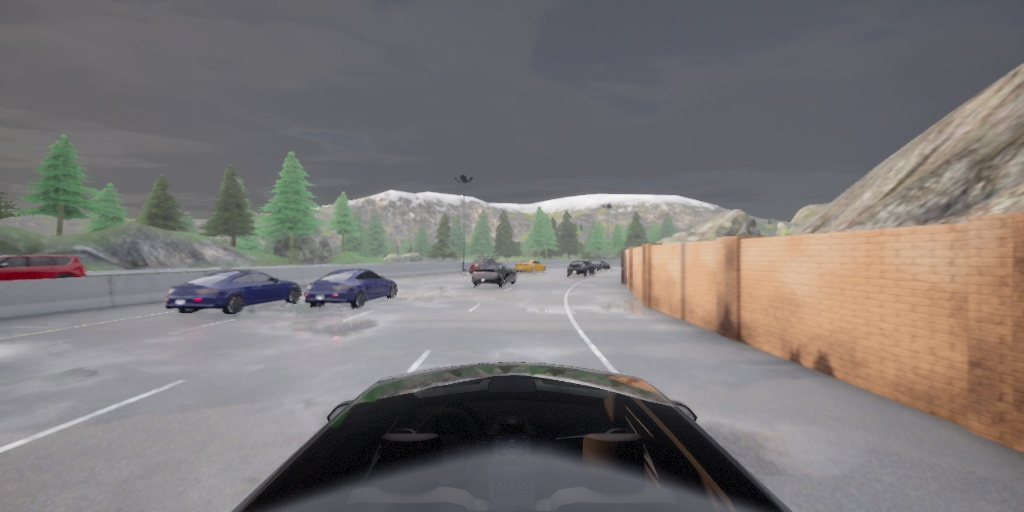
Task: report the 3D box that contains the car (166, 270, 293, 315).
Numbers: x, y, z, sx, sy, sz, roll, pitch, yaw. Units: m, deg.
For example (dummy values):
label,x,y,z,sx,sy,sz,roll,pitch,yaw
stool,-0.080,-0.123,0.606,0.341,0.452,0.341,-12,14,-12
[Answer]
label,x,y,z,sx,sy,sz,roll,pitch,yaw
car,-10.047,1.253,13.387,1.812,1.442,4.674,0,0,5

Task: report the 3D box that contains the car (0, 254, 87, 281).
label,x,y,z,sx,sy,sz,roll,pitch,yaw
car,-27.171,0.931,19.459,2.150,2.045,5.566,0,0,8

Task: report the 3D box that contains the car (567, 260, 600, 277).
label,x,y,z,sx,sy,sz,roll,pitch,yaw
car,6.738,1.187,34.424,1.837,1.490,4.892,-1,-1,27

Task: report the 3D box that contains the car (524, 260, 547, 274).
label,x,y,z,sx,sy,sz,roll,pitch,yaw
car,2.181,1.150,40.060,1.882,1.535,5.008,-1,0,30

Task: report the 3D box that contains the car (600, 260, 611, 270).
label,x,y,z,sx,sy,sz,roll,pitch,yaw
car,11.319,1.183,47.135,1.812,1.442,4.674,-1,0,40

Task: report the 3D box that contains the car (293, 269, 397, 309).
label,x,y,z,sx,sy,sz,roll,pitch,yaw
car,-6.415,1.250,14.738,1.812,1.442,4.674,0,0,6

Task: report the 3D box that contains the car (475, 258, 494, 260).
label,x,y,z,sx,sy,sz,roll,pitch,yaw
car,-2.610,1.028,38.448,2.097,1.767,4.553,0,0,27

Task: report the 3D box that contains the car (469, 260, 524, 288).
label,x,y,z,sx,sy,sz,roll,pitch,yaw
car,-1.024,1.198,23.248,2.128,1.511,4.902,0,0,16
